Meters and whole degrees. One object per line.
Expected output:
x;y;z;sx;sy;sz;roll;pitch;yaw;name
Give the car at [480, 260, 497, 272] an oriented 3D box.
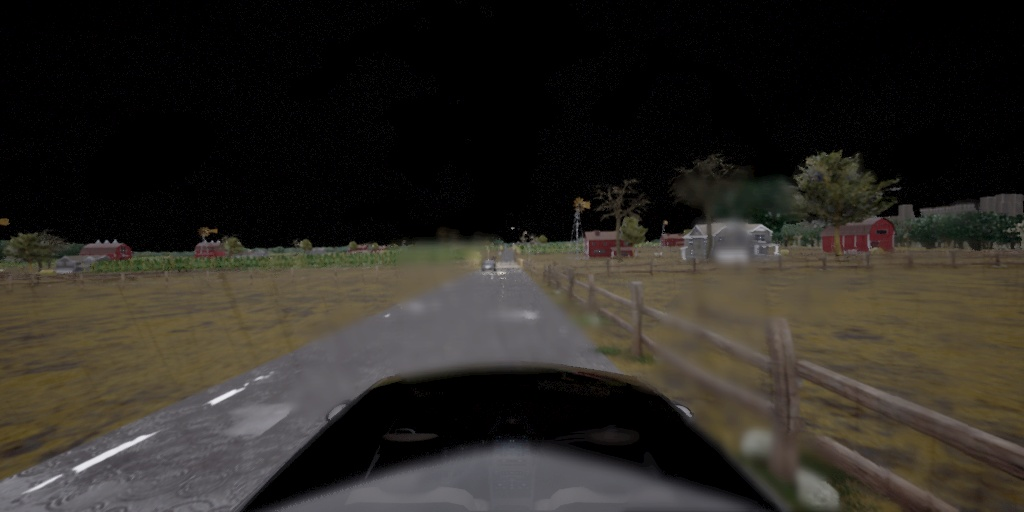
-3.011;1.255;47.073;2.128;1.511;4.902;-1;0;0;car
